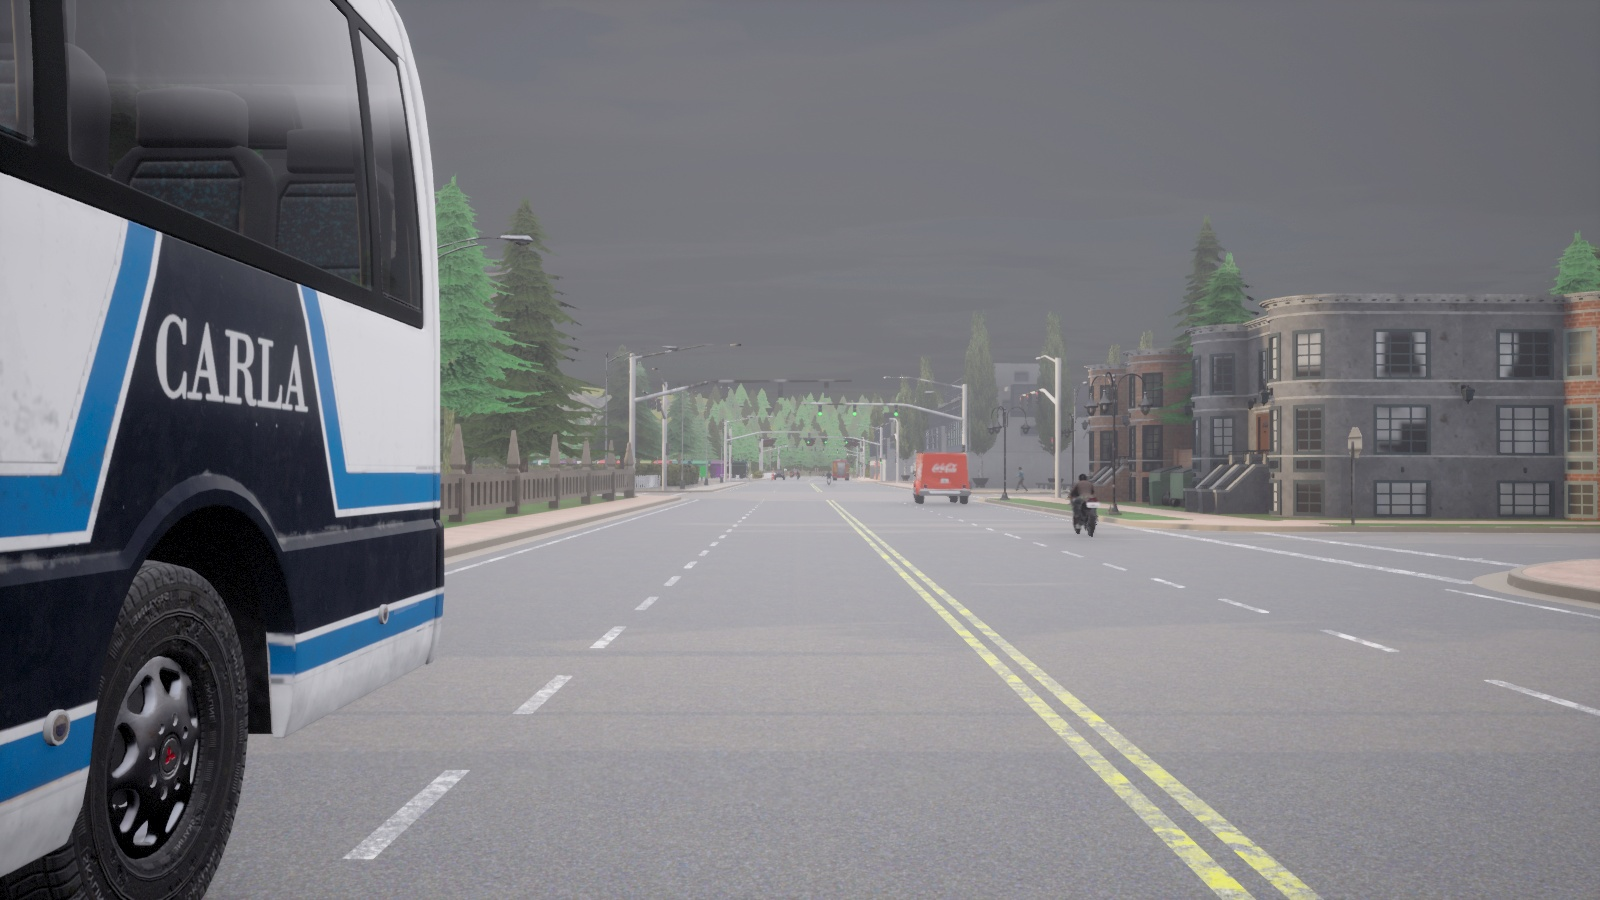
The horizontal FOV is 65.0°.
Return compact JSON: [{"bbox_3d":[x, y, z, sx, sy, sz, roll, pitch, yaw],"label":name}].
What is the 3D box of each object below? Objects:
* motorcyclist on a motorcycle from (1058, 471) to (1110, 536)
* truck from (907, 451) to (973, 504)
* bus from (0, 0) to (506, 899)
[{"bbox_3d":[6.930,1.283,30.703,0.797,1.523,2.044,0,-1,0],"label":"motorcyclist on a motorcycle"},{"bbox_3d":[6.856,1.340,62.073,2.627,2.467,5.204,0,-1,0],"label":"truck"},{"bbox_3d":[-3.508,-0.523,1.472,3.944,4.253,10.273,0,-1,0],"label":"bus"}]
